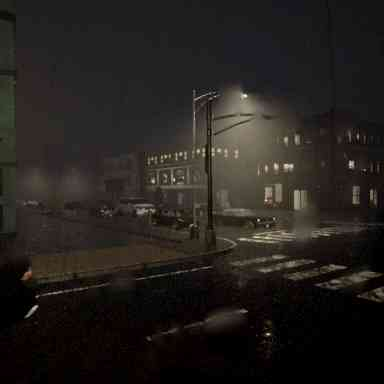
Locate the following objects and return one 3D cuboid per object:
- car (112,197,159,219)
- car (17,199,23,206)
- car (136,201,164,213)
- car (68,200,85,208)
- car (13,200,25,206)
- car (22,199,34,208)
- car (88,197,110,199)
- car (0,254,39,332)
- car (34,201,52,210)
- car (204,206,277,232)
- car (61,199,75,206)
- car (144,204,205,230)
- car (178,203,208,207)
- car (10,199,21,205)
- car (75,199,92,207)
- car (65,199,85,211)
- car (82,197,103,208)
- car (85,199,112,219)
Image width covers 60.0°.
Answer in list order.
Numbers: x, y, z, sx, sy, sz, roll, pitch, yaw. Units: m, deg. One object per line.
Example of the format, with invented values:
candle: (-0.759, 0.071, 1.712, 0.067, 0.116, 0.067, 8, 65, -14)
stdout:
car: (-5.803, 1.578, 34.265, 2.150, 2.045, 5.566, -1, 0, -36)
car: (-38.194, 2.381, 75.109, 1.967, 1.590, 4.097, -1, 0, -36)
car: (-5.623, 1.966, 43.961, 1.802, 1.307, 4.206, -2, 0, -36)
car: (-21.440, 2.231, 61.646, 1.994, 1.385, 4.181, -1, 0, -36)
car: (-41.411, 2.548, 79.613, 2.008, 1.369, 4.403, -1, 0, -36)
car: (-31.754, 2.377, 66.104, 2.008, 1.369, 4.403, -1, 0, -36)
car: (-15.379, 2.033, 53.166, 1.882, 1.535, 5.008, -1, 0, -35)
car: (-4.670, 1.493, 4.298, 4.902, 1.511, 2.128, 0, 0, -35)
car: (-25.218, 2.233, 56.959, 1.752, 1.417, 4.829, -1, 0, -36)
car: (3.207, 1.778, 21.805, 1.895, 1.301, 4.718, -1, 0, -37)
car: (-28.156, 2.365, 75.482, 1.947, 1.339, 4.313, -1, 0, -36)
car: (-1.250, 1.815, 23.224, 1.947, 1.339, 4.313, -2, 0, -36)
car: (0.813, 1.810, 34.955, 2.008, 1.369, 4.403, -2, 0, -36)
car: (-44.629, 2.599, 84.115, 1.887, 1.381, 4.507, -1, 0, -36)
car: (-21.719, 2.228, 66.475, 1.887, 1.381, 4.507, -1, 0, -36)
car: (-18.441, 2.144, 52.116, 2.033, 1.411, 5.357, -1, 0, -35)
car: (-18.505, 1.941, 61.972, 2.192, 1.841, 5.009, -1, 0, -36)
car: (-9.224, 1.847, 34.583, 1.967, 1.590, 4.097, -1, 0, -36)
